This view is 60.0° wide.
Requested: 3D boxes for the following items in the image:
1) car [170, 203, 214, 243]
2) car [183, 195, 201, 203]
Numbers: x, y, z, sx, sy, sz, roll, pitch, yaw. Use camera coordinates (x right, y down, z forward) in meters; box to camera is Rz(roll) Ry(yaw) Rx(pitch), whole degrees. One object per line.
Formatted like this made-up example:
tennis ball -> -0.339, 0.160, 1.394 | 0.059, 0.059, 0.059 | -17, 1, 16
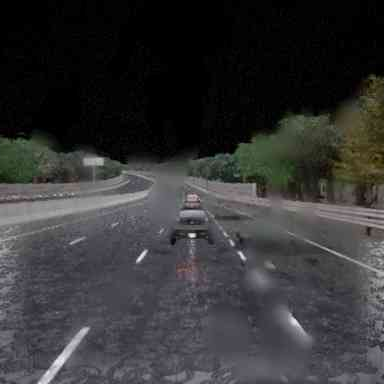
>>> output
car -> 0.005, 1.491, 15.878 | 1.837, 1.490, 4.892 | 0, 0, 0
car -> 0.014, 1.386, 37.142 | 2.128, 1.511, 4.902 | 0, 0, 0
